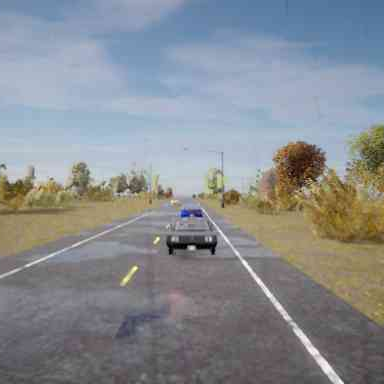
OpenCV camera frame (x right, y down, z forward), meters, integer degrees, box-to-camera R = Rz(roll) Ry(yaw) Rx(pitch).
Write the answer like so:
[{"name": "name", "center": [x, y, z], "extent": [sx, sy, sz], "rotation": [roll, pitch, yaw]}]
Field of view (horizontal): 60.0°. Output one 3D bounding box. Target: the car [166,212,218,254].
[{"name": "car", "center": [-0.004, 1.737, 14.111], "extent": [1.895, 1.301, 4.718], "rotation": [0, -1, 0]}]

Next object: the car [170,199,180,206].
[{"name": "car", "center": [-3.591, 2.191, 71.006], "extent": [1.882, 1.535, 5.008], "rotation": [0, -1, 0]}]

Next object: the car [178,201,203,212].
[{"name": "car", "center": [-0.006, 1.765, 29.489], "extent": [1.882, 1.535, 5.008], "rotation": [0, 0, 0]}]
